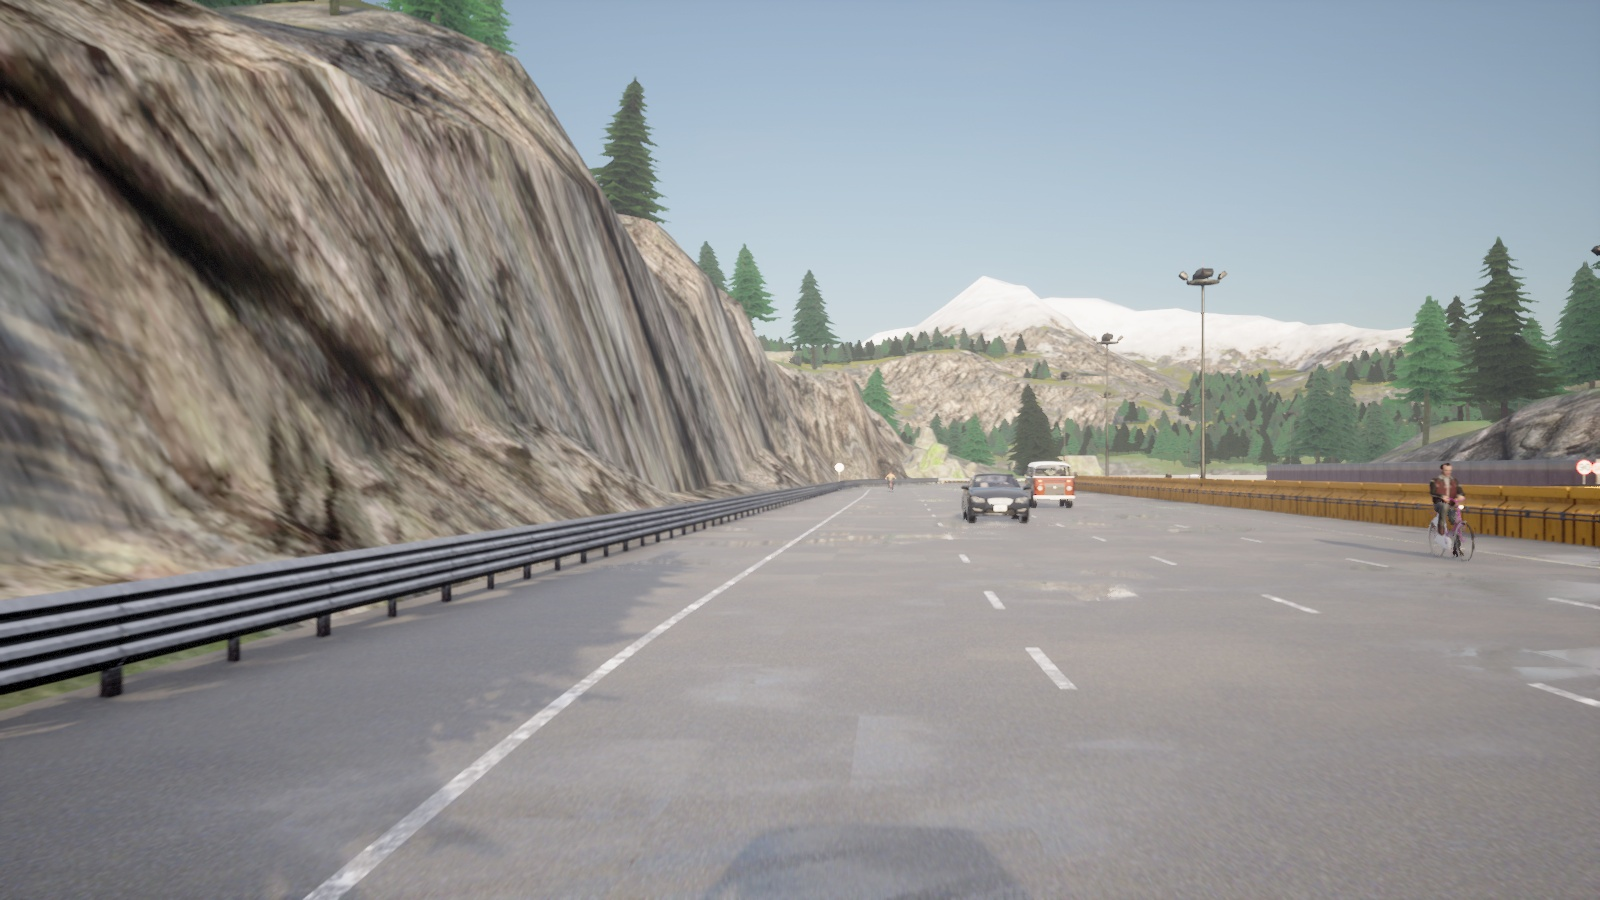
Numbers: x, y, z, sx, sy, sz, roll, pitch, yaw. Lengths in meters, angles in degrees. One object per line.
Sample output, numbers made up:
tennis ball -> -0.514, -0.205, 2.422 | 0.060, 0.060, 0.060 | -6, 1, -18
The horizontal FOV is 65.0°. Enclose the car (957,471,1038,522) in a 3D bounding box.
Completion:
car -> 6.082, 1.403, 39.175 | 2.128, 1.511, 4.902 | 0, -1, 5

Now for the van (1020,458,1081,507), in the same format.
van -> 10.839, 1.413, 54.620 | 2.069, 2.038, 4.480 | 0, -1, 5

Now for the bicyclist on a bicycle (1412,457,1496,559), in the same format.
bicyclist on a bicycle -> 11.753, 1.018, 22.631 | 0.659, 1.776, 1.843 | 0, -1, 5
